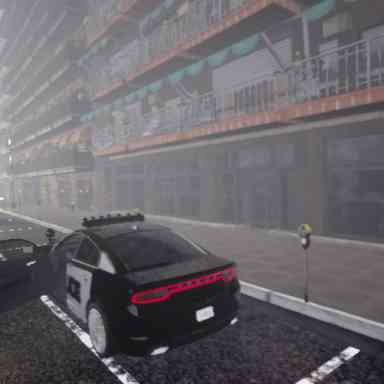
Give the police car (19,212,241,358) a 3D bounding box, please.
[{"bbox_3d":[-1.441,1.222,5.994,1.930,1.638,5.238,-4,3,-38],"label":"police car"}]
